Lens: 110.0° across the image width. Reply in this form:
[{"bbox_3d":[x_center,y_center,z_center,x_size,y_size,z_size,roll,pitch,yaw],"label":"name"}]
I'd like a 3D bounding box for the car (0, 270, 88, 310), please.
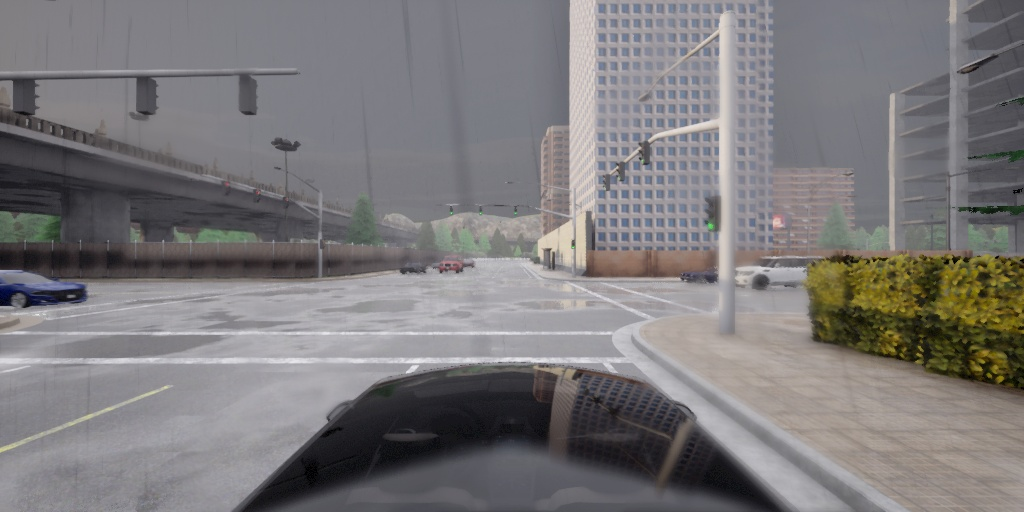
[{"bbox_3d":[-20.452,1.332,14.609,5.008,1.535,1.882,1,0,0],"label":"car"}]

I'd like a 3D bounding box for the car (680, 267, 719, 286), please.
[{"bbox_3d":[14.483,1.406,25.284,4.718,1.301,1.895,0,0,0],"label":"car"}]

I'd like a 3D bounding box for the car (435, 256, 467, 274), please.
[{"bbox_3d":[-7.097,0.968,42.308,2.150,2.045,5.566,0,0,0],"label":"car"}]

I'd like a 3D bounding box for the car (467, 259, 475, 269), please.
[{"bbox_3d":[-7.086,1.227,58.251,1.882,1.535,5.008,0,0,0],"label":"car"}]

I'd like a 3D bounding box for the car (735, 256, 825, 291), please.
[{"bbox_3d":[16.149,1.026,21.789,5.566,2.045,2.150,0,0,0],"label":"car"}]

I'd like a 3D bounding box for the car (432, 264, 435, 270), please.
[{"bbox_3d":[-10.599,1.350,53.523,1.895,1.301,4.718,0,0,0],"label":"car"}]

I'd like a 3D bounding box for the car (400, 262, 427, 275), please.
[{"bbox_3d":[-10.602,1.350,38.767,1.895,1.301,4.718,0,0,0],"label":"car"}]
